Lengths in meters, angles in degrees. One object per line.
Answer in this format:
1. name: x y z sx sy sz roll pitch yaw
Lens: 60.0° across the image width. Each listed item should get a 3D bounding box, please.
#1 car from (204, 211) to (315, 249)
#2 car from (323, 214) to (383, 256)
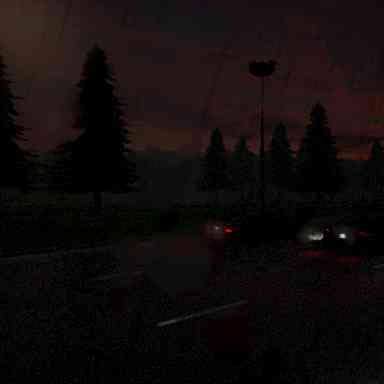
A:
1. car: 3.075 1.542 14.632 5.357 1.411 2.033 0 0 -35
2. car: 7.092 1.558 13.165 4.181 1.385 1.994 0 0 -35
